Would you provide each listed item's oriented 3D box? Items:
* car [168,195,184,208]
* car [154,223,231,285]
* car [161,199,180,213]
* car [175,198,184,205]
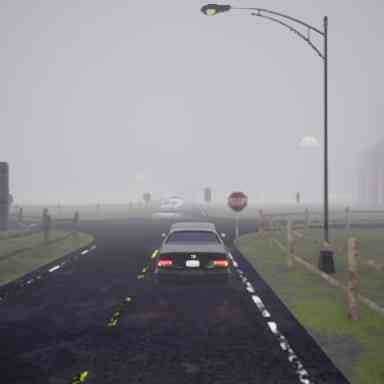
[{"bbox_3d":[-2.838,1.604,57.522,2.150,2.045,5.566,0,1,0],"label":"car"},{"bbox_3d":[0.038,1.597,9.654,2.033,1.411,5.357,0,0,1],"label":"car"},{"bbox_3d":[-2.852,1.868,42.097,1.895,1.301,4.718,0,0,0],"label":"car"},{"bbox_3d":[-2.757,2.047,72.305,1.812,1.442,4.674,0,-1,0],"label":"car"}]
